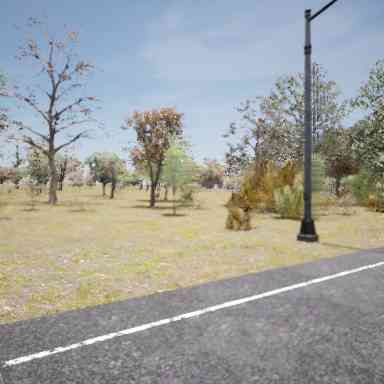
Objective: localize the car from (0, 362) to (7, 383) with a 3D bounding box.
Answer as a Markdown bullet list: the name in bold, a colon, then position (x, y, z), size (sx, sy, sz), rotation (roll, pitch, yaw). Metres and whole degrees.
- **car**: position (-3.421, 1.350, 1.567), size (4.553, 1.767, 2.097), rotation (0, 0, -36)
